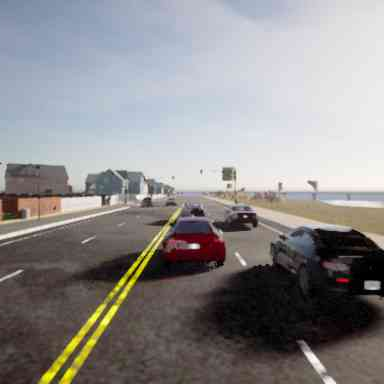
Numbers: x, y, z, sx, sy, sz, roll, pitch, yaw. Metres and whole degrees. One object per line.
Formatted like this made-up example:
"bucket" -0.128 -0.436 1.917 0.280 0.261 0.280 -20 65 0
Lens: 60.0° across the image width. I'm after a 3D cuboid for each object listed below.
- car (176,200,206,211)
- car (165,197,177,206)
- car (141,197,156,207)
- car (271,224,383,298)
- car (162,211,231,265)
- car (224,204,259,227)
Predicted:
"car" 0.079 1.496 26.641 2.128 1.511 4.902 0 0 0
"car" -3.264 1.574 53.816 2.033 1.411 5.357 0 0 1
"car" -6.544 1.529 50.295 1.837 1.490 4.892 0 -1 0
"car" 3.299 1.525 8.350 1.812 1.442 4.674 0 0 1
"car" 0.074 1.562 11.715 1.994 1.385 4.181 0 0 0
"car" 3.301 1.549 22.940 2.033 1.411 5.357 0 0 1
